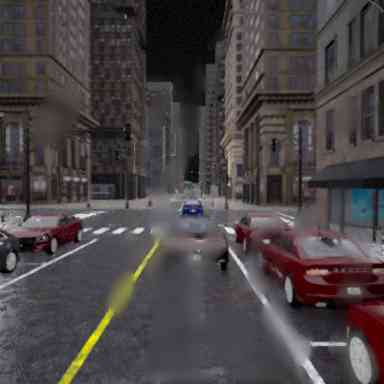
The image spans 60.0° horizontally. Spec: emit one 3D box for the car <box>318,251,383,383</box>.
[{"bbox_3d":[2.751,1.545,2.379,1.887,1.381,4.507,-1,0,0],"label":"car"}]

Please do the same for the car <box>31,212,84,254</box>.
[{"bbox_3d":[-5.777,1.544,13.388,1.887,1.381,4.507,-1,0,0],"label":"car"}]

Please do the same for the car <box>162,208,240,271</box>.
[{"bbox_3d":[0.095,1.491,10.933,2.128,1.511,4.902,0,0,0],"label":"car"}]

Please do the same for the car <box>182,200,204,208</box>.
[{"bbox_3d":[0.091,1.452,31.374,1.882,1.535,5.008,0,0,0],"label":"car"}]

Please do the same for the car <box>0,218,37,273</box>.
[{"bbox_3d":[-5.776,1.550,7.883,2.008,1.369,4.403,-1,0,0],"label":"car"}]

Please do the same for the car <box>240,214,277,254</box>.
[{"bbox_3d":[2.748,1.544,13.390,1.887,1.381,4.507,-1,0,0],"label":"car"}]

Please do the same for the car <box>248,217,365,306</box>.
[{"bbox_3d":[2.749,1.544,7.885,1.887,1.381,4.507,-1,0,0],"label":"car"}]
